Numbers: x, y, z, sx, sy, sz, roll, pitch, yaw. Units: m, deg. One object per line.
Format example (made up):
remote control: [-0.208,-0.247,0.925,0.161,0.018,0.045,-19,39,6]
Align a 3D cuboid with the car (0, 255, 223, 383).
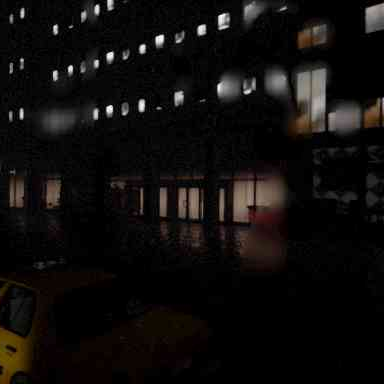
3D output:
car: [-1.959,1.502,4.262,4.829,1.417,1.752,0,1,36]
